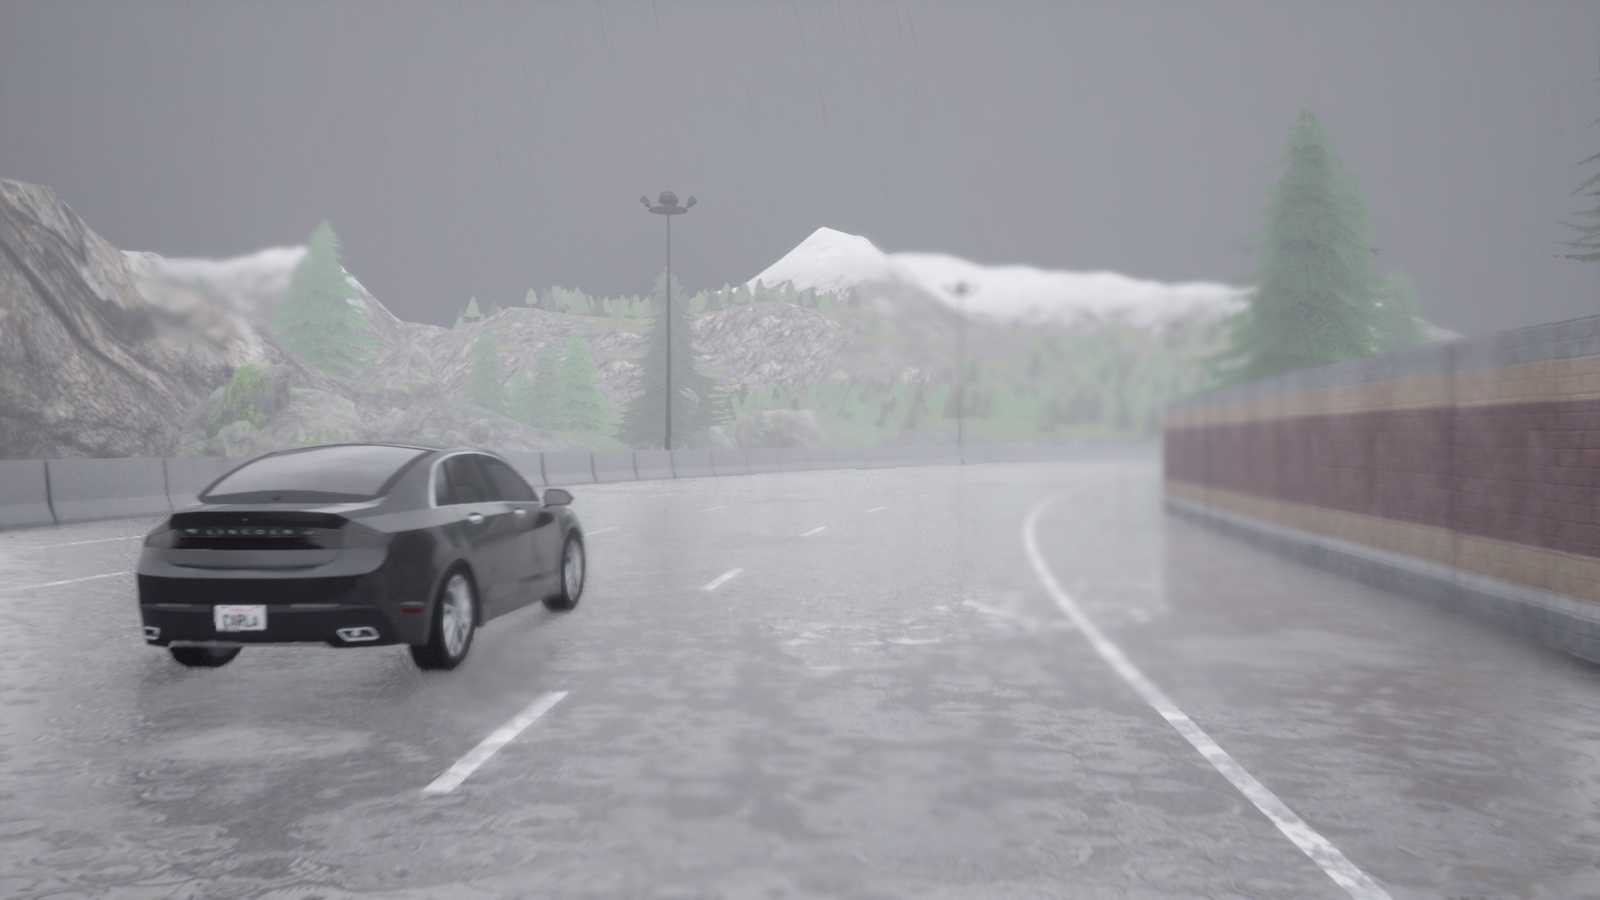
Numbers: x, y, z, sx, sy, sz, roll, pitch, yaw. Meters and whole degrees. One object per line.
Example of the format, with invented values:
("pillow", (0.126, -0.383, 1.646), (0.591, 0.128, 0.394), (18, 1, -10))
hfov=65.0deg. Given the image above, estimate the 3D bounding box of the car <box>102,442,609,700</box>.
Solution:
("car", (-2.983, 0.691, 9.772), (1.837, 1.490, 4.892), (0, 0, 5))
